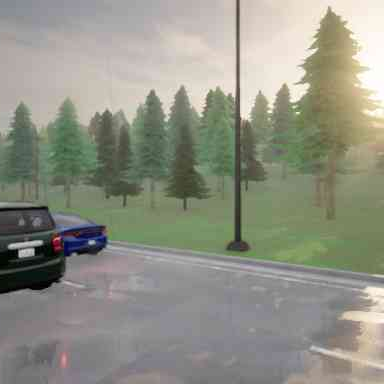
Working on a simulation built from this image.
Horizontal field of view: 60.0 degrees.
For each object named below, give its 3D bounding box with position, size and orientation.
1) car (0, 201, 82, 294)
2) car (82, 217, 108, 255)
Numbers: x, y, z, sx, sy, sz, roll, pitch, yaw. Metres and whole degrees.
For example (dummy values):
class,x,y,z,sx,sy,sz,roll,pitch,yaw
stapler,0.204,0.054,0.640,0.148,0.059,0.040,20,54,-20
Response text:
class,x,y,z,sx,sy,sz,roll,pitch,yaw
car,-5.272,1.216,7.743,5.566,2.045,2.150,0,0,35
car,-5.187,1.470,11.975,5.008,1.535,1.882,-1,0,35
